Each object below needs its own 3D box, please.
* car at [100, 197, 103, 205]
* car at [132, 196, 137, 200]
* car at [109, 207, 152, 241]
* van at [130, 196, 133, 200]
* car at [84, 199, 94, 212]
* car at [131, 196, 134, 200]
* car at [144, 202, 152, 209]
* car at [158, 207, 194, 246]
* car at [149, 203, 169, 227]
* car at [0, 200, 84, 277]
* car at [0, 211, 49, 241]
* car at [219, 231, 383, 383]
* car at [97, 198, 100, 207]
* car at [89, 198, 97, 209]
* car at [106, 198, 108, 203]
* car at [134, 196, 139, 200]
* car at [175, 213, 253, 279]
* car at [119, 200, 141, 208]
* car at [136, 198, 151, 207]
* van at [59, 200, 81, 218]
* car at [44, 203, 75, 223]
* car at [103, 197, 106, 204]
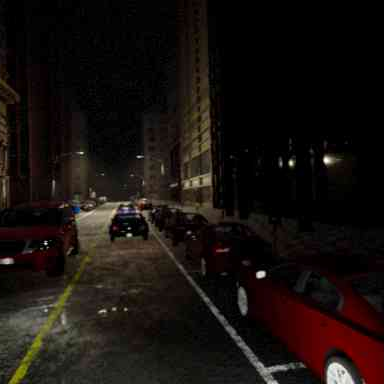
[{"bbox_3d":[-18.765,1.995,63.484,2.192,1.841,5.009,-1,0,-12],"label":"car"},{"bbox_3d":[-9.287,1.969,59.690,1.887,1.381,4.507,-1,0,-12],"label":"car"},{"bbox_3d":[-3.390,1.752,17.843,1.895,1.301,4.718,-1,0,-11],"label":"car"},{"bbox_3d":[-13.797,1.940,81.732,1.690,1.788,3.998,-1,0,-12],"label":"van"},{"bbox_3d":[-15.381,2.113,46.953,1.947,1.339,4.313,-1,0,-12],"label":"car"},{"bbox_3d":[-10.413,2.019,65.200,2.008,1.369,4.403,-1,0,-12],"label":"car"},{"bbox_3d":[-2.525,1.722,26.628,1.947,1.339,4.313,-1,0,-12],"label":"car"},{"bbox_3d":[-0.271,1.608,15.606,1.887,1.381,4.507,-1,0,-12],"label":"car"},{"bbox_3d":[-1.398,1.655,21.116,1.887,1.381,4.507,-1,0,-12],"label":"car"},{"bbox_3d":[-5.117,1.396,10.935,2.150,2.045,5.566,-1,0,-12],"label":"car"},{"bbox_3d":[-9.746,1.903,19.401,1.802,1.307,4.206,-1,0,-12],"label":"car"},{"bbox_3d":[1.982,1.510,4.585,1.887,1.381,4.507,-1,0,-12],"label":"car"},{"bbox_3d":[-17.601,2.160,57.807,1.752,1.417,4.829,-1,0,-12],"label":"car"},{"bbox_3d":[-16.509,2.032,52.463,1.967,1.590,4.097,-1,0,-12],"label":"car"},{"bbox_3d":[-23.268,2.435,85.523,1.802,1.307,4.206,-1,0,-12],"label":"car"},{"bbox_3d":[-7.034,1.777,48.670,1.967,1.590,4.097,-1,0,-12],"label":"car"},{"bbox_3d":[0.855,1.559,10.095,1.887,1.381,4.507,-1,0,-12],"label":"car"},{"bbox_3d":[-6.407,1.822,32.606,2.033,1.411,5.357,-1,0,-11],"label":"car"},{"bbox_3d":[-5.906,1.837,43.159,1.887,1.381,4.507,-1,0,-12],"label":"car"},{"bbox_3d":[-13.130,1.799,35.933,1.690,1.788,3.998,-1,0,-12],"label":"van"},{"bbox_3d":[-12.002,1.853,30.423,1.967,1.590,4.097,-1,0,-12],"label":"car"},{"bbox_3d":[-21.016,2.206,74.504,1.967,1.590,4.097,-1,0,-12],"label":"car"}]
